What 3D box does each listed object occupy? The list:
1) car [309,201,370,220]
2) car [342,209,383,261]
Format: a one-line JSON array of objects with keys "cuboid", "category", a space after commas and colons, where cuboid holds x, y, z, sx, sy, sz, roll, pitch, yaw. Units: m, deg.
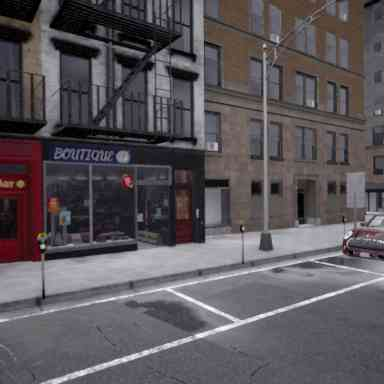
[{"cuboid": [13.905, 1.660, 31.686, 1.882, 1.535, 5.008, -1, 0, -37], "category": "car"}, {"cuboid": [7.024, 1.440, 11.577, 4.097, 1.590, 1.967, 0, -1, -36], "category": "car"}]
